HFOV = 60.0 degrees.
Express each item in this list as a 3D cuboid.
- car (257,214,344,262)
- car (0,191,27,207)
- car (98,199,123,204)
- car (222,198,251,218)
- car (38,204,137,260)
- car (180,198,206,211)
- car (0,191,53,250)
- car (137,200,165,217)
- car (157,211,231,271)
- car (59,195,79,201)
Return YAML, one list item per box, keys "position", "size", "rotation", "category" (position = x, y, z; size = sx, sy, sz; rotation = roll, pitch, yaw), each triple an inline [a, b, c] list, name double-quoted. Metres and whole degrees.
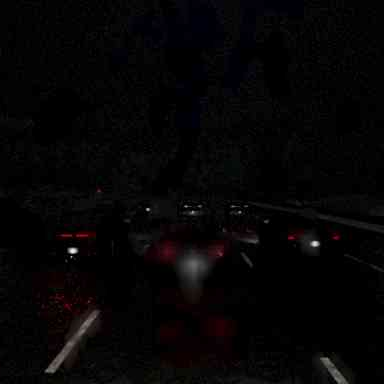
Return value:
- position: [3.569, 1.462, 11.637]
  size: [1.994, 1.385, 4.181]
  rotation: [0, 0, 0]
  category: "car"
- position: [-24.791, 0.833, 45.203]
  size: [2.150, 2.045, 5.566]
  rotation: [0, 0, -2]
  category: "car"
- position: [-6.923, 1.282, 28.255]
  size: [1.812, 1.442, 4.674]
  rotation: [0, 1, 0]
  category: "car"
- position: [3.573, 1.260, 27.048]
  size: [2.128, 1.511, 4.902]
  rotation: [0, 1, 0]
  category: "car"
- position: [-3.429, 1.402, 12.027]
  size: [1.837, 1.490, 4.892]
  rotation: [0, 1, 0]
  category: "car"
- position: [0.073, 1.260, 27.035]
  size: [2.128, 1.511, 4.902]
  rotation: [0, 1, 0]
  category: "car"
- position: [-6.933, 1.129, 10.959]
  size: [2.150, 2.045, 5.566]
  rotation: [0, 1, 0]
  category: "car"
- position: [-3.423, 1.324, 27.941]
  size: [1.994, 1.385, 4.181]
  rotation: [0, 1, 0]
  category: "car"
- position: [0.063, 1.510, 10.519]
  size: [1.895, 1.301, 4.718]
  rotation: [0, 1, 0]
  category: "car"
- position: [-18.011, 1.144, 48.877]
  size: [1.994, 1.385, 4.181]
  rotation: [0, 0, -4]
  category: "car"
